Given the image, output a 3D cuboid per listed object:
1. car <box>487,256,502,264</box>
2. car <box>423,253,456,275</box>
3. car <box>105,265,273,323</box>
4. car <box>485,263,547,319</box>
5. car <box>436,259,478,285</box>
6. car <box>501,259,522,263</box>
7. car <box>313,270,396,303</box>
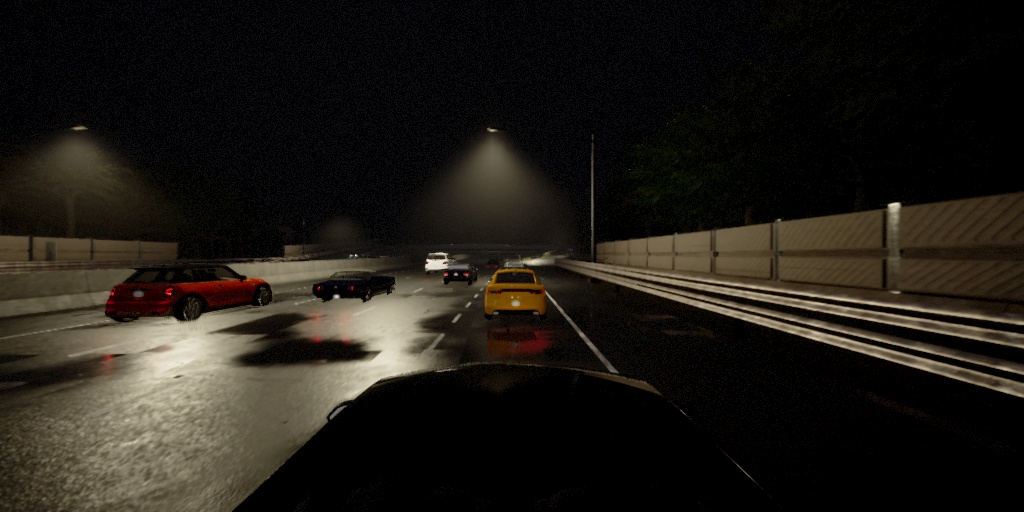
[{"bbox_3d":[-3.191,0.848,61.638,1.812,1.442,4.674,0,0,0],"label":"car"},{"bbox_3d":[-6.783,0.756,34.639,2.150,2.045,5.566,0,0,0],"label":"car"},{"bbox_3d":[-10.385,1.063,12.098,2.097,1.767,4.553,0,0,0],"label":"car"},{"bbox_3d":[0.116,1.185,12.670,1.882,1.535,5.008,0,0,0],"label":"car"},{"bbox_3d":[-3.443,1.161,24.631,2.033,1.411,5.357,0,0,0],"label":"car"},{"bbox_3d":[0.193,1.164,31.016,1.895,1.301,4.718,0,0,0],"label":"car"},{"bbox_3d":[-6.875,1.280,16.283,1.895,1.301,4.718,0,0,0],"label":"car"}]
